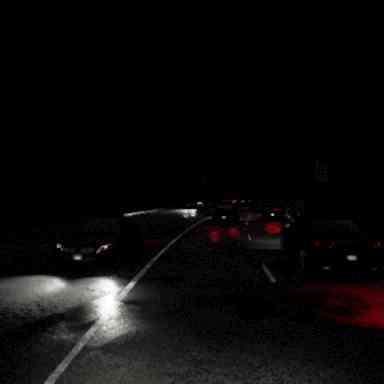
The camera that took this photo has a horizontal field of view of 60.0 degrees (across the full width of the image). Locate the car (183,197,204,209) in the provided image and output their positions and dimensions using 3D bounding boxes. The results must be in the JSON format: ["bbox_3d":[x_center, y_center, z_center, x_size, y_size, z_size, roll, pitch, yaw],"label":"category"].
[{"bbox_3d":[0.287,1.492,45.370,2.128,1.511,4.902,0,0,18],"label":"car"}]

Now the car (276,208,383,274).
[{"bbox_3d":[4.186,1.489,10.747,1.882,1.535,5.008,0,0,5],"label":"car"}]

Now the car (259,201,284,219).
[{"bbox_3d":[6.875,1.530,28.684,1.837,1.490,4.892,0,0,12],"label":"car"}]

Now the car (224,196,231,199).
[{"bbox_3d":[6.139,1.373,51.540,2.097,1.767,4.553,0,0,21],"label":"car"}]

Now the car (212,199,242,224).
[{"bbox_3d":[2.579,1.536,24.961,1.812,1.442,4.674,0,0,10],"label":"car"}]

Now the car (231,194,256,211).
[{"bbox_3d":[6.913,1.247,42.552,2.150,2.045,5.566,0,0,17],"label":"car"}]

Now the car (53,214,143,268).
[{"bbox_3d":[-2.947,1.521,11.420,1.812,1.442,4.674,0,0,5],"label":"car"}]
